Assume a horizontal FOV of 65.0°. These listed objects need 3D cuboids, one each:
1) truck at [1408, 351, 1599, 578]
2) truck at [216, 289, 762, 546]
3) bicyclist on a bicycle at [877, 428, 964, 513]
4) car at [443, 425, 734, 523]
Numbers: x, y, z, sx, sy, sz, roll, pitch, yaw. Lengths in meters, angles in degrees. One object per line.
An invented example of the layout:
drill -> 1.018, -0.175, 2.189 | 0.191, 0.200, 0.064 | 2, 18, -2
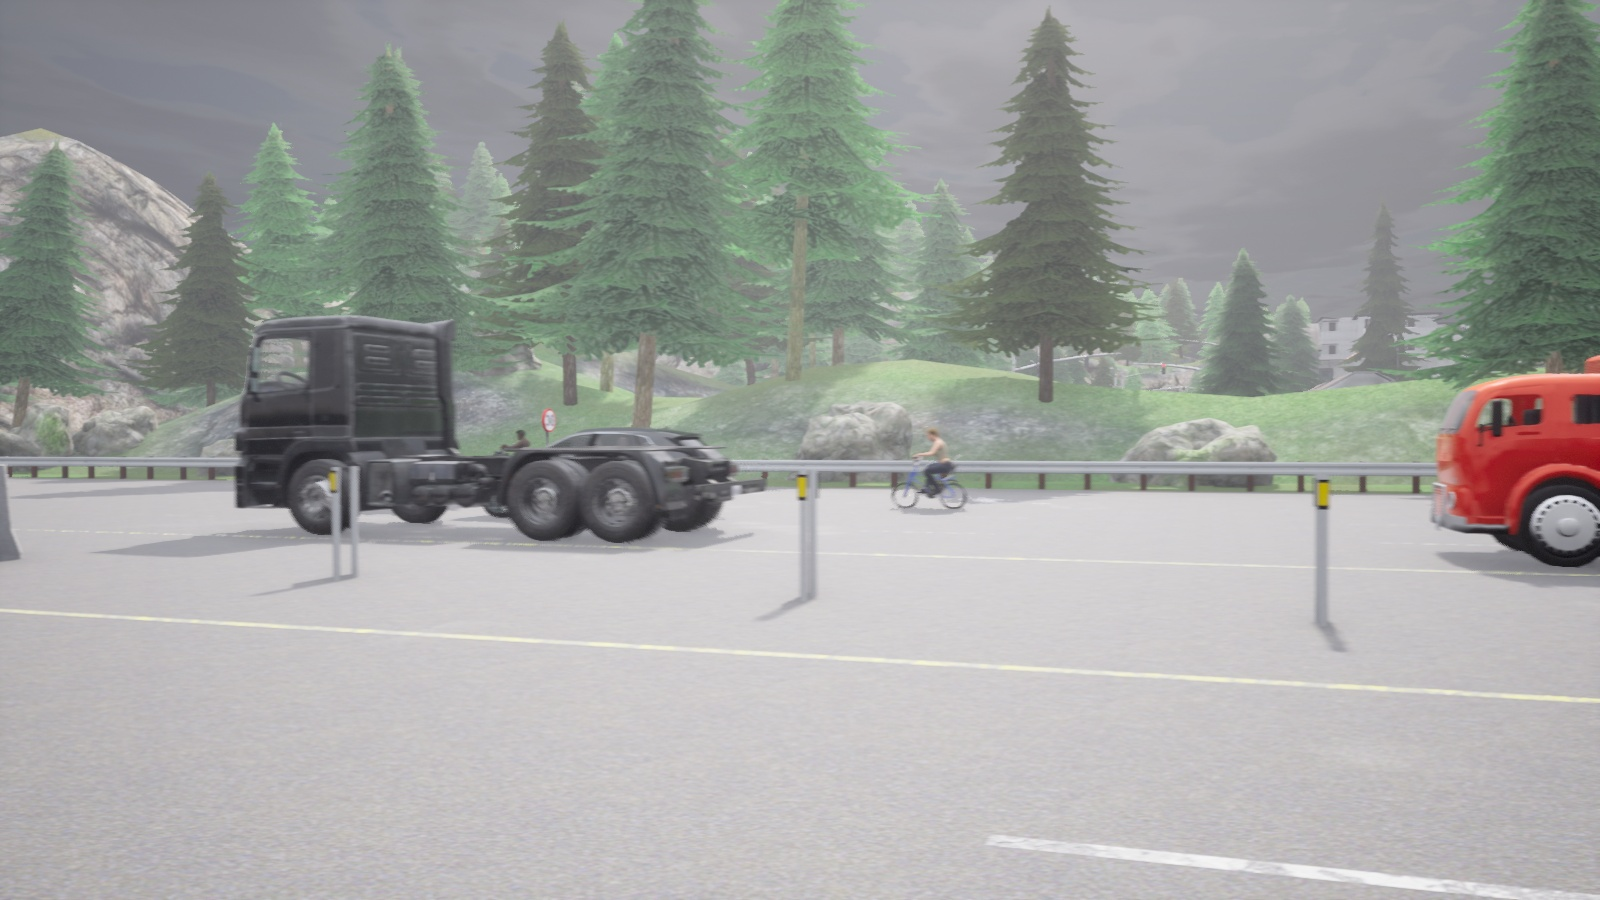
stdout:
truck -> 10.109, 0.145, 14.555 | 5.204, 2.467, 2.627 | 1, 1, 19
truck -> -4.820, -0.488, 19.568 | 7.936, 3.462, 2.891 | 1, 1, 19
bicyclist on a bicycle -> 2.361, 0.378, 24.546 | 1.509, 1.612, 0.866 | 1, 1, 19
car -> -3.841, 0.373, 22.944 | 4.856, 1.649, 2.033 | 0, 1, 19
